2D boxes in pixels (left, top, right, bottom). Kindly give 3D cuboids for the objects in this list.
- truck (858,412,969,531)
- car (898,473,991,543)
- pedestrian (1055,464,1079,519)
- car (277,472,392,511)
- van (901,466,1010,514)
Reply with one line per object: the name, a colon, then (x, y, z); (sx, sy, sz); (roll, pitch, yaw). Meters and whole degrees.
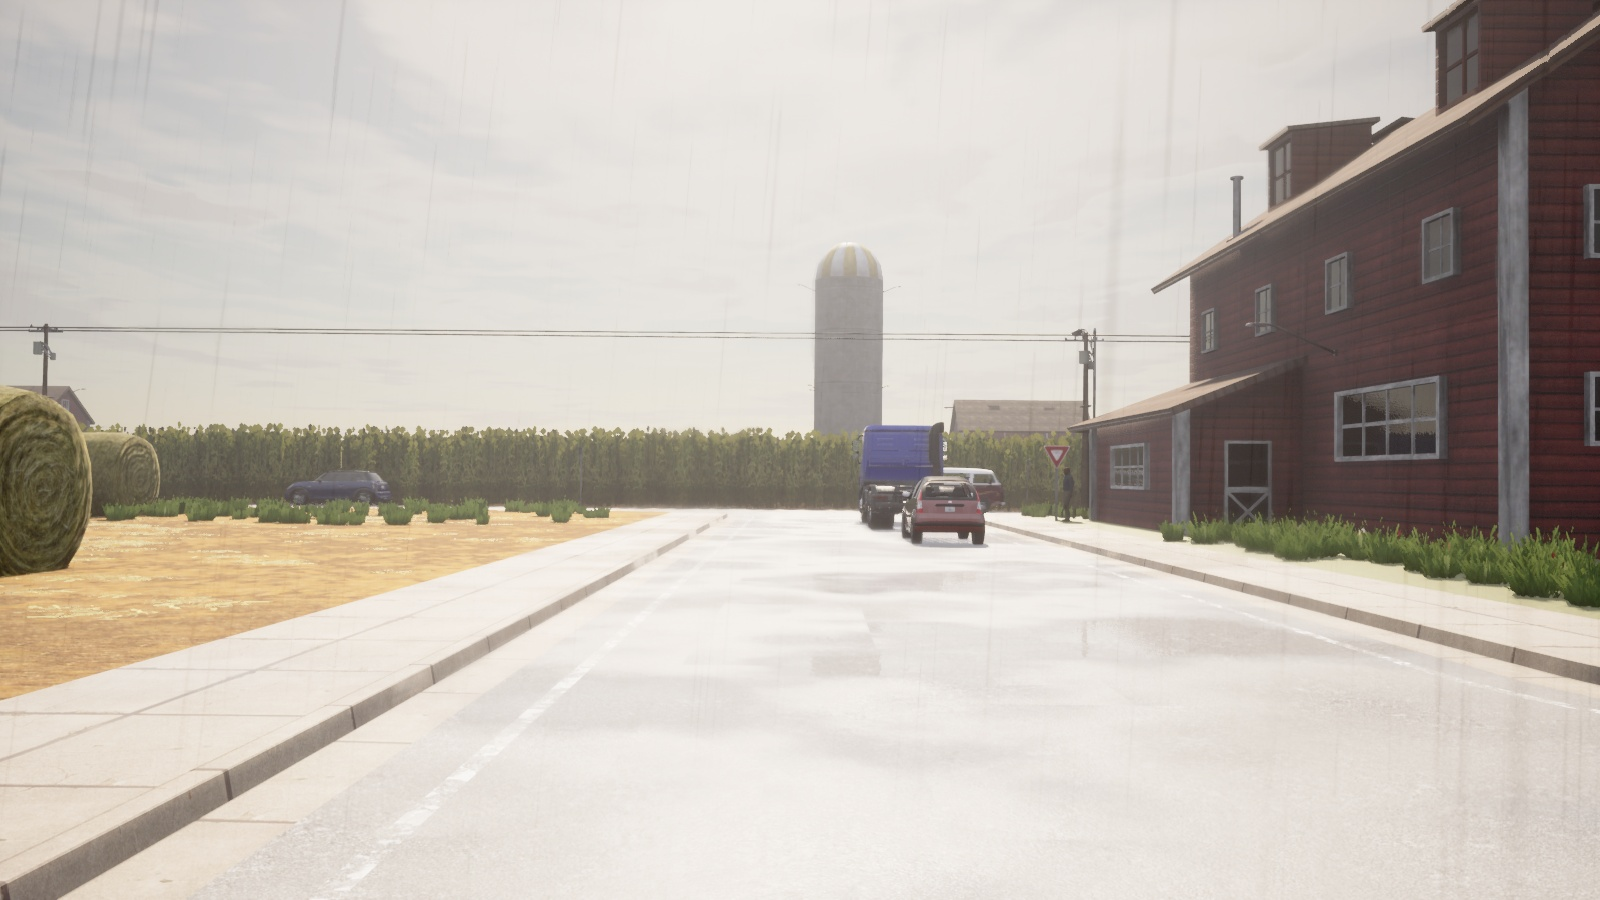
truck: (3.507, 0.709, 40.789); (2.891, 3.462, 7.936); (0, -1, 0)
car: (3.507, 1.387, 31.174); (1.851, 1.617, 3.988); (0, -1, 0)
pedestrian: (8.887, 1.383, 41.786); (0.726, 1.835, 0.370); (0, -1, 2)
car: (-21.642, 1.905, 58.525); (4.553, 1.767, 2.097); (0, -1, 1)
van: (6.716, 1.727, 54.604); (4.480, 2.038, 2.069); (0, -1, 1)
